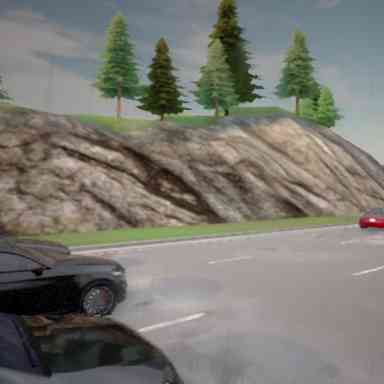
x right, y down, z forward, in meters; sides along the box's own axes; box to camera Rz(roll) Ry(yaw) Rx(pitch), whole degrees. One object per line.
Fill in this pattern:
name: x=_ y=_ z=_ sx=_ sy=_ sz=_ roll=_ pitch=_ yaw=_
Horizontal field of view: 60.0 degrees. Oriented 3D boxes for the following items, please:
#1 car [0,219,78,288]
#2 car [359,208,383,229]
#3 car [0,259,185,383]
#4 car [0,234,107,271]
car: x=-5.840 y=1.547 z=8.179 sx=5.357 sy=1.411 sz=2.033 roll=0 pitch=0 yaw=-35
car: x=12.572 y=1.698 z=21.391 sx=4.181 sy=1.385 sz=1.994 roll=0 pitch=0 yaw=-37
car: x=-2.056 y=1.561 z=2.281 sx=4.181 sy=1.385 sz=1.994 roll=0 pitch=0 yaw=-35
car: x=-3.396 y=1.528 z=5.623 sx=4.674 sy=1.442 sz=1.812 roll=0 pitch=0 yaw=-35
